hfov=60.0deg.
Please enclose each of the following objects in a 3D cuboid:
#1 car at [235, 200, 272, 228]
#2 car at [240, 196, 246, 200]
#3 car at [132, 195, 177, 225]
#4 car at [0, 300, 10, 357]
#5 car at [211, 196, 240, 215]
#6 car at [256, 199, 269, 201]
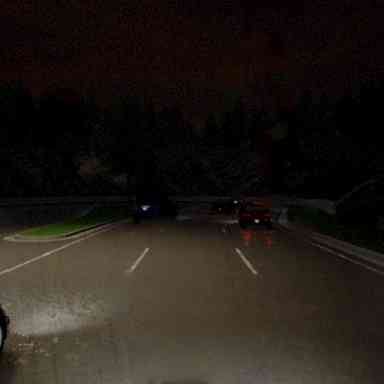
[{"bbox_3d":[4.035,1.520,21.884,1.812,1.442,4.674,0,0,5],"label":"car"},{"bbox_3d":[5.976,1.341,44.072,2.097,1.767,4.553,0,0,13],"label":"car"},{"bbox_3d":[-2.662,1.215,24.586,2.150,2.045,5.566,0,0,9],"label":"car"},{"bbox_3d":[-3.399,1.525,2.598,1.812,1.442,4.674,0,0,0],"label":"car"},{"bbox_3d":[3.301,1.469,33.944,1.882,1.535,5.008,0,0,16],"label":"car"},{"bbox_3d":[7.780,1.468,36.996,1.882,1.535,5.008,0,0,16],"label":"car"}]
